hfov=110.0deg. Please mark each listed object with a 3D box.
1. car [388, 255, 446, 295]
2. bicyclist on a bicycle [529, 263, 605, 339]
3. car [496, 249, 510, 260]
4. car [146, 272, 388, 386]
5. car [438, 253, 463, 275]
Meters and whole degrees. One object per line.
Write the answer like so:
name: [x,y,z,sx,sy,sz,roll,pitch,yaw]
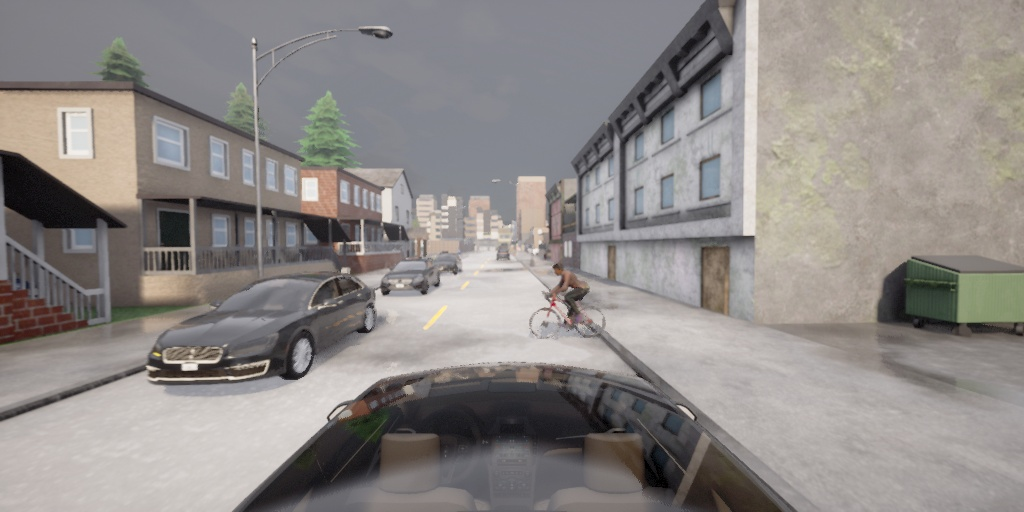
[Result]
car: [-4.491,0.857,16.505,1.812,1.442,4.674,0,2,-1]
bicyclist on a bicycle: [1.175,0.970,7.685,1.656,1.620,0.582,-2,2,-1]
car: [-1.247,-0.222,50.416,2.128,1.511,4.902,0,2,-2]
car: [-4.229,1.121,7.048,1.837,1.490,4.892,0,1,-2]
car: [-4.749,0.541,26.323,1.837,1.490,4.892,0,2,-1]
